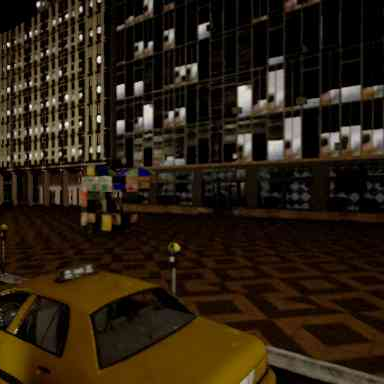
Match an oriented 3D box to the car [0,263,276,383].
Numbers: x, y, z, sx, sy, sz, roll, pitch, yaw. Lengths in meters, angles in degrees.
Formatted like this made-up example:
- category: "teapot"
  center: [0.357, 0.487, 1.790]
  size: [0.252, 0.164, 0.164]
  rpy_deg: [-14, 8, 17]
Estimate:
- category: "car"
  center: [-1.516, 1.528, 3.929]
  size: [4.829, 1.417, 1.752]
  rpy_deg: [0, 0, 35]
